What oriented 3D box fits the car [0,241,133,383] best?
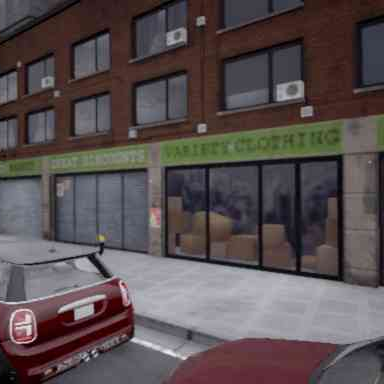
[{"bbox_3d":[-2.874,1.481,5.131,4.097,1.590,1.967,-1,0,36],"label":"car"}]

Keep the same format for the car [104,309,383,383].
[{"bbox_3d":[1.624,1.579,1.919,4.206,1.307,1.802,-1,0,36],"label":"car"}]
